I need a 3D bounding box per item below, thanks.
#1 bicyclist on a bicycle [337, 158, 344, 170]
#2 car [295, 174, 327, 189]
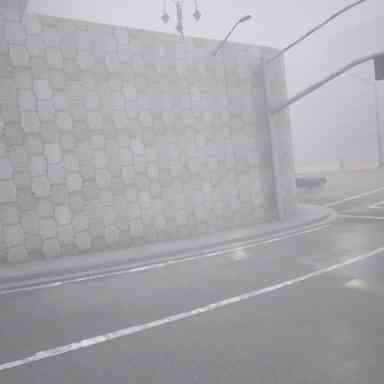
[{"bbox_3d":[20.059,-3.807,44.840,1.656,1.620,0.582,-11,6,-35],"label":"bicyclist on a bicycle"},{"bbox_3d":[10.021,-1.006,30.898,1.895,1.301,4.718,-11,6,-35],"label":"car"}]
